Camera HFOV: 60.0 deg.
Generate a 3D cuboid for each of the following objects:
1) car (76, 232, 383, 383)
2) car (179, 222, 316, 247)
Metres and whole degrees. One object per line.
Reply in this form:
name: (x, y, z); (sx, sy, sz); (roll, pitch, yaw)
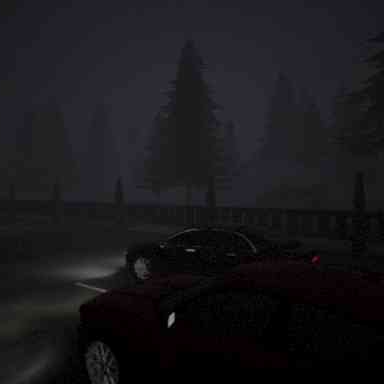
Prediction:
car: (0.881, 1.472, 3.366); (5.008, 1.535, 1.882); (1, 0, 36)
car: (0.522, 1.484, 7.930); (4.892, 1.490, 1.837); (1, 0, 36)
